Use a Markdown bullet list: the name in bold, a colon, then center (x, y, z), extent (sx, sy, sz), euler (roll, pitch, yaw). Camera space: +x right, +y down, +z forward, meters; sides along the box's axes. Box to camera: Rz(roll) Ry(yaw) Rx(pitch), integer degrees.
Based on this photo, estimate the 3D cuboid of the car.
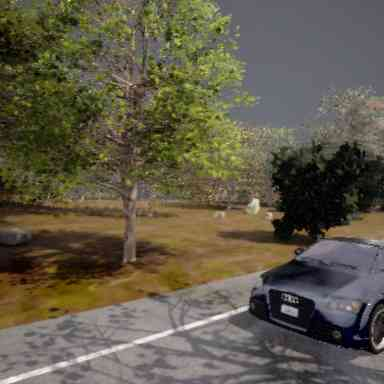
- **car**: center (2.988, 1.574, 6.203), extent (4.181, 1.385, 1.994), euler (0, 0, -39)
